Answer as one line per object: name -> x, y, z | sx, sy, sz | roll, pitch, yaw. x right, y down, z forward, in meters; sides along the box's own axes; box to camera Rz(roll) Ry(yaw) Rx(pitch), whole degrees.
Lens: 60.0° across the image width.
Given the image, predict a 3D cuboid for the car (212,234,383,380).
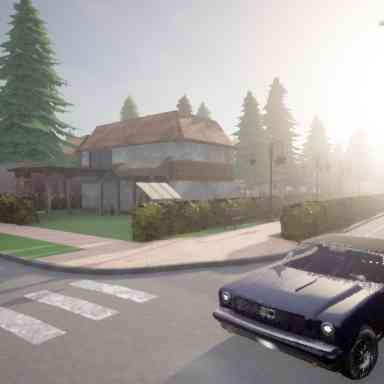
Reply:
car -> 2.513, 1.499, 5.624 | 4.718, 1.301, 1.895 | -2, 2, -44
